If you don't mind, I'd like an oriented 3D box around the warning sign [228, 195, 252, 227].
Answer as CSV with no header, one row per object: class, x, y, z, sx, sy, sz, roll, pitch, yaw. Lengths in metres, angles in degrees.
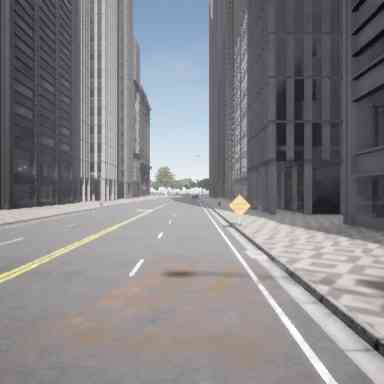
warning sign,2.851,1.103,19.847,1.300,1.860,1.060,0,0,0
